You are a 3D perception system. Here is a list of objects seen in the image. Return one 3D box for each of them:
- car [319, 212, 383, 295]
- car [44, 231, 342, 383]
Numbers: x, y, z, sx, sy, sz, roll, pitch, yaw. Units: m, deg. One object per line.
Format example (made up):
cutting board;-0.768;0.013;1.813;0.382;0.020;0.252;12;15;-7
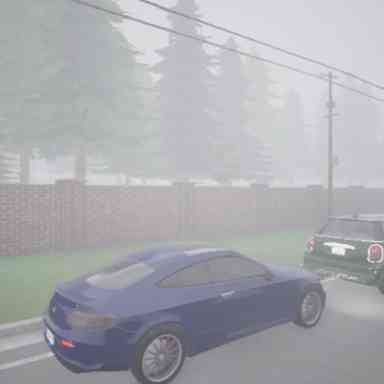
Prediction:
car;5.048;1.348;8.774;4.553;1.767;2.097;0;0;-36
car;0.194;1.529;5.298;4.674;1.442;1.812;0;0;-36
